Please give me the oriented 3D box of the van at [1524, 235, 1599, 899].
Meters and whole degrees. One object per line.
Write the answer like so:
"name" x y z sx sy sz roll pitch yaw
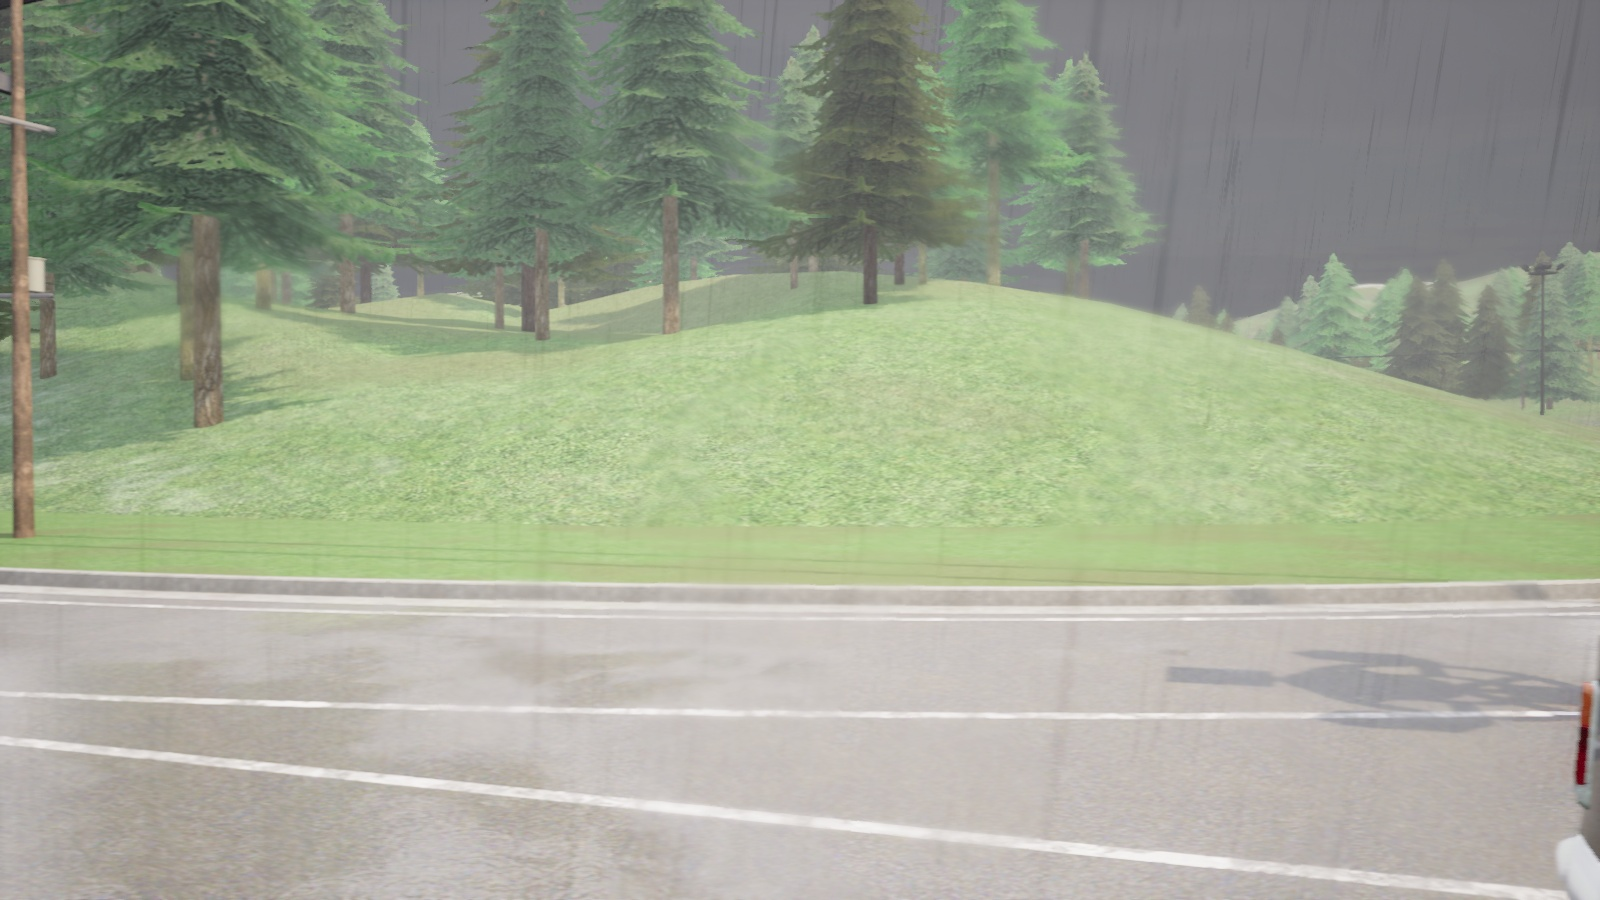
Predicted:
"van" 3.865 0.536 1.889 4.480 2.038 2.069 0 1 19
